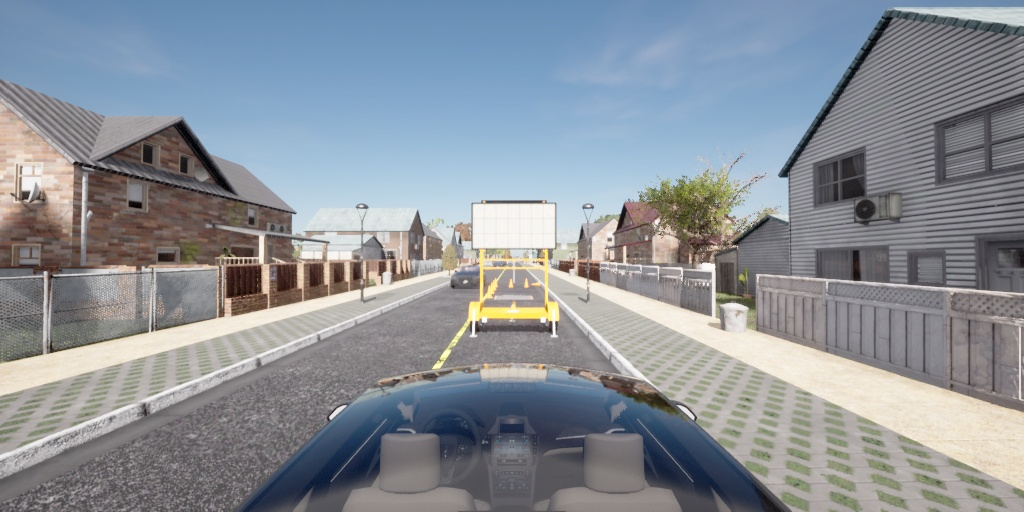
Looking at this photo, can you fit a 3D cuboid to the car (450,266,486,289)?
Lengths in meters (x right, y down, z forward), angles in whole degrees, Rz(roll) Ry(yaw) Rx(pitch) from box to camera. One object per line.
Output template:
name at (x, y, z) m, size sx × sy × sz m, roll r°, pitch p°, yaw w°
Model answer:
car at (-2.743, 1.339, 23.241) m, size 1.994 × 1.385 × 4.181 m, roll 0°, pitch 0°, yaw 0°

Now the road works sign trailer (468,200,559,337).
road works sign trailer at (0.057, 0.220, 10.260) m, size 2.380 × 3.560 × 2.880 m, roll 0°, pitch 0°, yaw 1°

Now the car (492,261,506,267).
car at (-2.492, 1.466, 64.796) m, size 2.033 × 1.411 × 5.357 m, roll 0°, pitch 0°, yaw 1°
